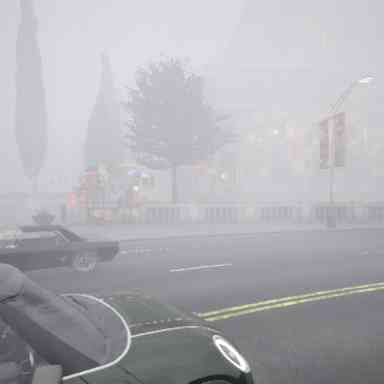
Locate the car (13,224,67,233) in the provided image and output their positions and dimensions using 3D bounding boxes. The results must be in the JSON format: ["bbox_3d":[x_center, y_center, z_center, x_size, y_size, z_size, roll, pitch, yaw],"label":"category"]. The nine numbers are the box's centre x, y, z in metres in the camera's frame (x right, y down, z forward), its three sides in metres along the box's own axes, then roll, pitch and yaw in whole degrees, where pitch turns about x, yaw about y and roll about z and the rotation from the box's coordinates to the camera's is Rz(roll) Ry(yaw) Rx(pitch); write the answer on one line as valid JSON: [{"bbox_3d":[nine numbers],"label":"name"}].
[{"bbox_3d":[-4.539,1.601,9.112,4.718,1.301,1.895,0,0,-31],"label":"car"}]

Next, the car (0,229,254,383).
[{"bbox_3d":[-1.681,1.356,2.397,4.553,1.767,2.097,-1,0,-33],"label":"car"}]
